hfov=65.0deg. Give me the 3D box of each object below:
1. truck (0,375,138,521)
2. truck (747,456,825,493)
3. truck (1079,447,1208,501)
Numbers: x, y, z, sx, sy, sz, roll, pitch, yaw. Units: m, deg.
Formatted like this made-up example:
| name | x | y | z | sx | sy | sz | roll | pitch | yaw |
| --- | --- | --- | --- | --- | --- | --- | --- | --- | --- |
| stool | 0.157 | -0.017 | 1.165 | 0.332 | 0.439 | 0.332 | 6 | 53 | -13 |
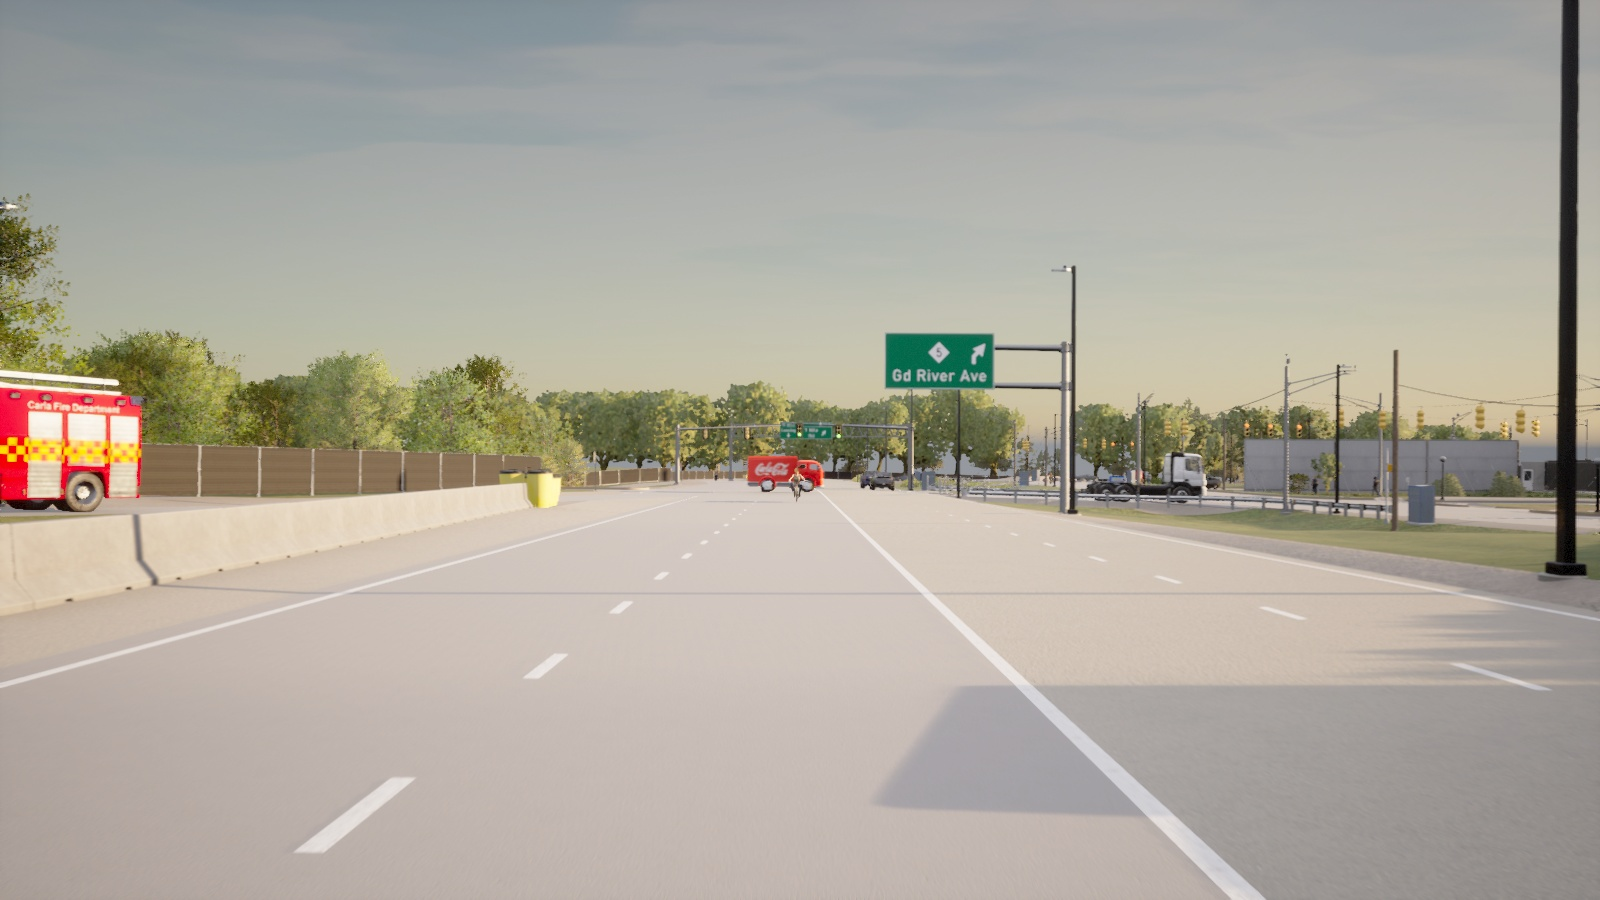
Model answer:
| name | x | y | z | sx | sy | sz | roll | pitch | yaw |
| --- | --- | --- | --- | --- | --- | --- | --- | --- | --- |
| truck | -22.338 | -0.056 | 33.190 | 2.891 | 3.827 | 8.468 | 0 | -1 | 25 |
| truck | -0.922 | 1.664 | 85.415 | 5.204 | 2.467 | 2.627 | 0 | -1 | 0 |
| truck | 23.295 | 1.632 | 85.441 | 7.936 | 3.462 | 2.891 | 1 | -1 | 1 |
